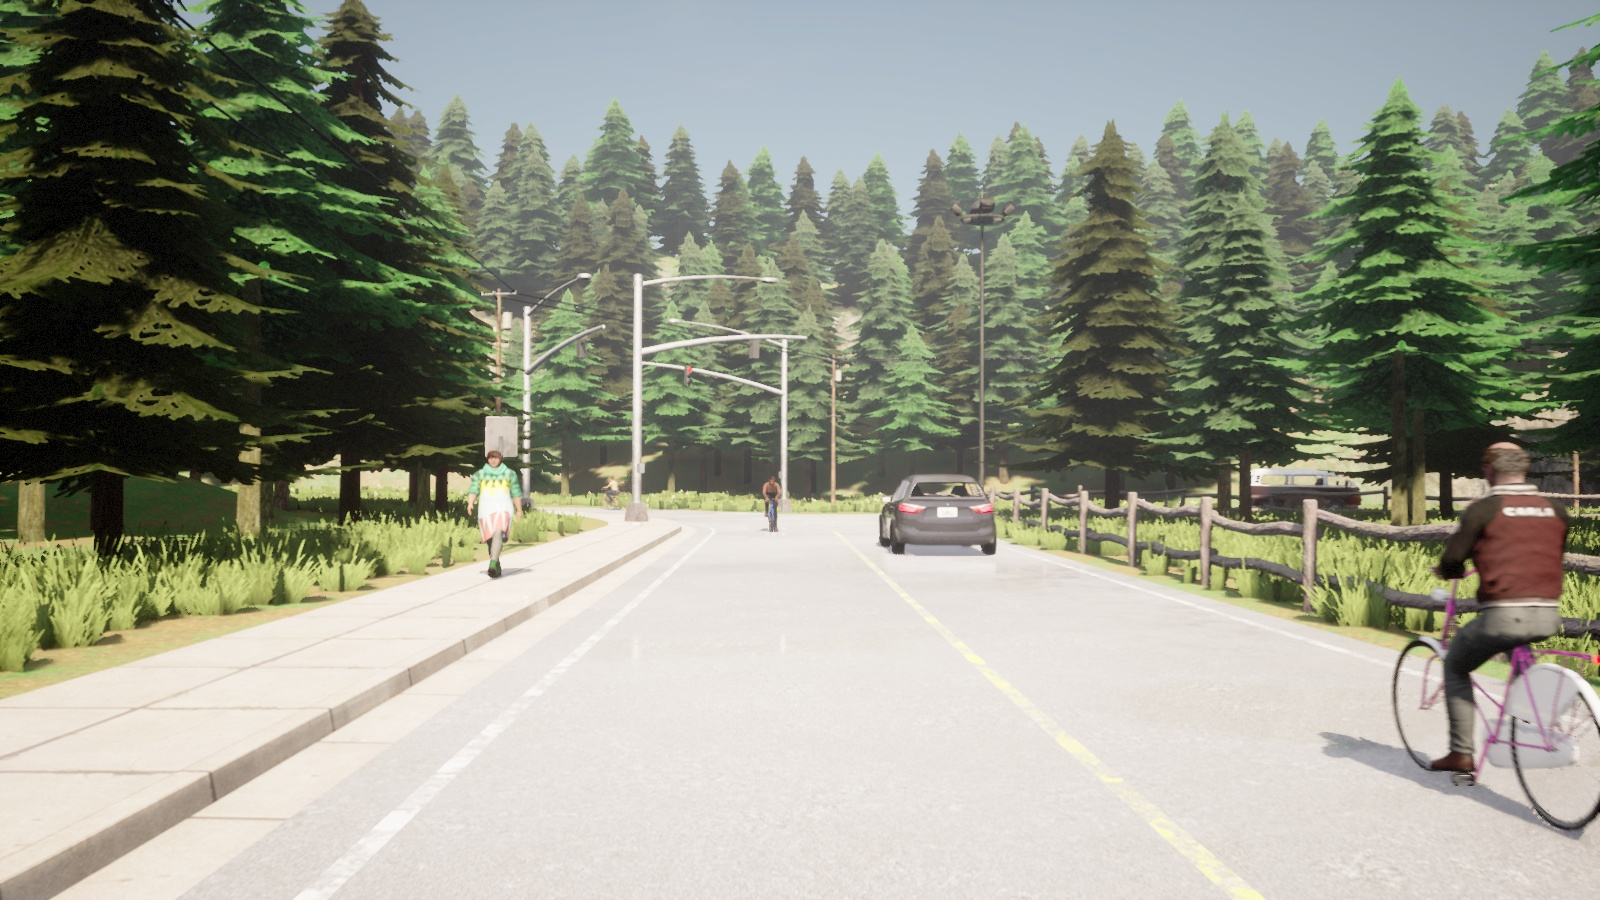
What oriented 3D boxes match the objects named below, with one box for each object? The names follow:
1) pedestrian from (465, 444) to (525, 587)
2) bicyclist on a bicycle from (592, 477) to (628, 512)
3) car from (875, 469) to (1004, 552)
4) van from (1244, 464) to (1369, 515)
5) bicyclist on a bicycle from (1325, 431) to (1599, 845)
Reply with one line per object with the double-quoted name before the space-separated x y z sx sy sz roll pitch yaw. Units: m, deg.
"pedestrian" -4.270 0.898 17.623 0.659 1.952 0.873 0 -1 -2
"bicyclist on a bicycle" -8.966 2.108 59.314 1.509 1.612 0.866 -2 -1 39
"car" 2.964 1.273 27.728 2.242 1.667 4.611 0 -1 -1
"van" 20.726 1.629 51.557 4.480 2.038 2.069 0 -2 13
"bicyclist on a bicycle" 3.399 0.825 6.345 0.659 1.776 1.843 0 -1 -2
